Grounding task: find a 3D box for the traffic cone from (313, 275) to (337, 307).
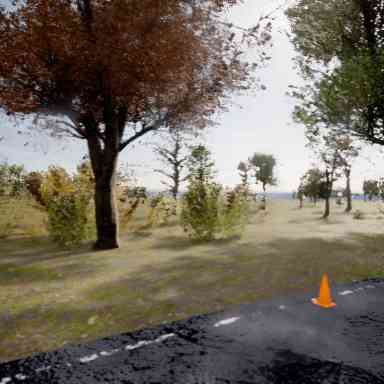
[{"bbox_3d":[2.716,1.993,6.801,0.340,0.580,0.340,1,0,-31],"label":"traffic cone"}]
